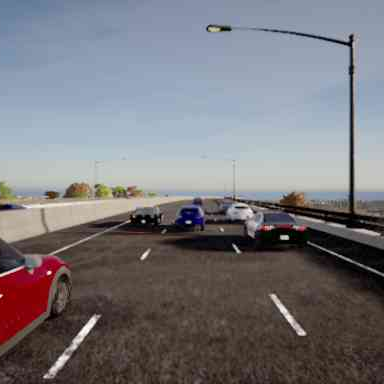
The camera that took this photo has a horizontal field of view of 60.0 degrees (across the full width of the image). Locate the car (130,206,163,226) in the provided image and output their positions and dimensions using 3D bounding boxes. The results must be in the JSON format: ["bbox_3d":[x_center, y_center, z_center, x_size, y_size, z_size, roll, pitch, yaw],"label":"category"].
[{"bbox_3d":[-3.223,1.699,24.525,1.895,1.301,4.718,0,0,1],"label":"car"}]

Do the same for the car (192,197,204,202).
[{"bbox_3d":[1.093,1.643,58.955,2.097,1.767,4.553,0,0,2],"label":"car"}]

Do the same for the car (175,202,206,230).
[{"bbox_3d":[-0.094,1.613,21.778,1.812,1.442,4.674,0,0,2],"label":"car"}]

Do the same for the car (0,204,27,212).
[{"bbox_3d":[-13.927,1.622,24.878,1.812,1.442,4.674,0,0,1],"label":"car"}]

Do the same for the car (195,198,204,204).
[{"bbox_3d":[1.611,1.994,74.556,1.895,1.301,4.718,0,0,3],"label":"car"}]

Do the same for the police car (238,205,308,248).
[{"bbox_3d":[3.564,1.566,15.169,2.038,1.542,4.974,0,0,1],"label":"police car"}]

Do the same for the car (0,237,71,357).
[{"bbox_3d":[-3.385,1.369,4.612,2.097,1.767,4.553,0,0,0],"label":"car"}]

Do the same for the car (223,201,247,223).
[{"bbox_3d":[3.694,1.634,26.090,1.812,1.442,4.674,0,0,1],"label":"car"}]

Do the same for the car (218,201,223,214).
[{"bbox_3d":[3.894,1.710,37.011,2.033,1.411,5.357,0,0,1],"label":"car"}]
